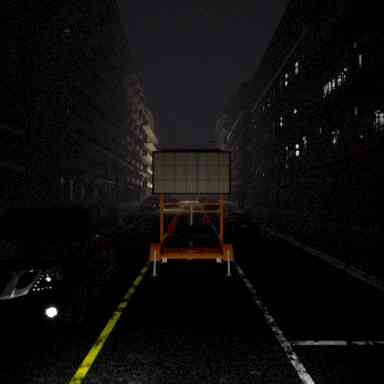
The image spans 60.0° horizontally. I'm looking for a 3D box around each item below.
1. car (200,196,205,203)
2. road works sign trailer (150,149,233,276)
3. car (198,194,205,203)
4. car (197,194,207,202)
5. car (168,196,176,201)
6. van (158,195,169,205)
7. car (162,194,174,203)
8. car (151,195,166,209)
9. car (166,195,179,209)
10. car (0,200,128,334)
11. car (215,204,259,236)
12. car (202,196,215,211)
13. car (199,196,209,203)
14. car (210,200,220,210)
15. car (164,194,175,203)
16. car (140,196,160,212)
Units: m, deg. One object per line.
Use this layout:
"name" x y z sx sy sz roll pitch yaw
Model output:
"car" 2.574 1.632 46.301 2.008 1.369 4.403 1 0 0
"road works sign trailer" -0.012 0.472 10.318 2.380 3.560 2.880 0 0 0
"car" 2.571 1.681 62.893 1.887 1.381 4.507 1 0 0
"car" 2.536 1.547 85.017 2.192 1.841 5.009 1 0 0
"car" -5.317 1.826 90.605 1.947 1.339 4.313 1 0 0
"van" -5.305 1.478 62.953 1.690 1.788 3.998 1 0 0
"car" -5.307 1.497 74.014 2.192 1.841 5.009 1 0 0
"car" -5.300 1.397 46.363 2.192 1.841 5.009 2 0 0
"car" -2.858 1.563 47.599 1.882 1.535 5.008 0 0 0
"car" -2.850 1.226 7.122 2.150 2.045 5.566 0 0 0
"car" 2.581 1.564 18.647 1.887 1.381 4.507 1 0 0
"car" 2.575 1.612 40.769 1.887 1.381 4.507 1 0 0
"car" 2.578 1.622 73.955 1.967 1.590 4.097 1 0 0
"car" 2.580 1.554 24.349 1.752 1.417 4.829 1 0 0
"car" -5.308 1.522 79.544 2.192 1.841 5.009 1 0 0
"car" -5.304 1.592 40.661 1.752 1.417 4.829 2 0 0
